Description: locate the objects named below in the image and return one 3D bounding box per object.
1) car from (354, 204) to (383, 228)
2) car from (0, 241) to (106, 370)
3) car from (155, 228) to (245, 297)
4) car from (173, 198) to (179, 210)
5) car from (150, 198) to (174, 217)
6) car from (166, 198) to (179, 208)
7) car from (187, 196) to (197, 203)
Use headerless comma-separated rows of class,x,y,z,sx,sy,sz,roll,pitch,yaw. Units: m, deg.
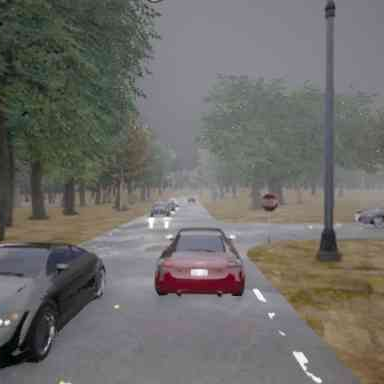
car,13.191,1.447,21.635,4.902,1.511,2.128,-1,1,2
car,-2.957,1.605,5.832,1.994,1.385,4.181,0,0,2
car,0.230,1.623,8.776,1.994,1.385,4.181,0,0,2
car,-3.129,1.776,43.887,2.033,1.411,5.357,0,0,0
car,-3.126,1.691,34.046,1.837,1.490,4.892,1,-1,0
car,-3.135,1.780,54.181,1.812,1.442,4.674,0,0,0
car,-0.067,1.765,74.700,1.837,1.490,4.892,0,0,0
